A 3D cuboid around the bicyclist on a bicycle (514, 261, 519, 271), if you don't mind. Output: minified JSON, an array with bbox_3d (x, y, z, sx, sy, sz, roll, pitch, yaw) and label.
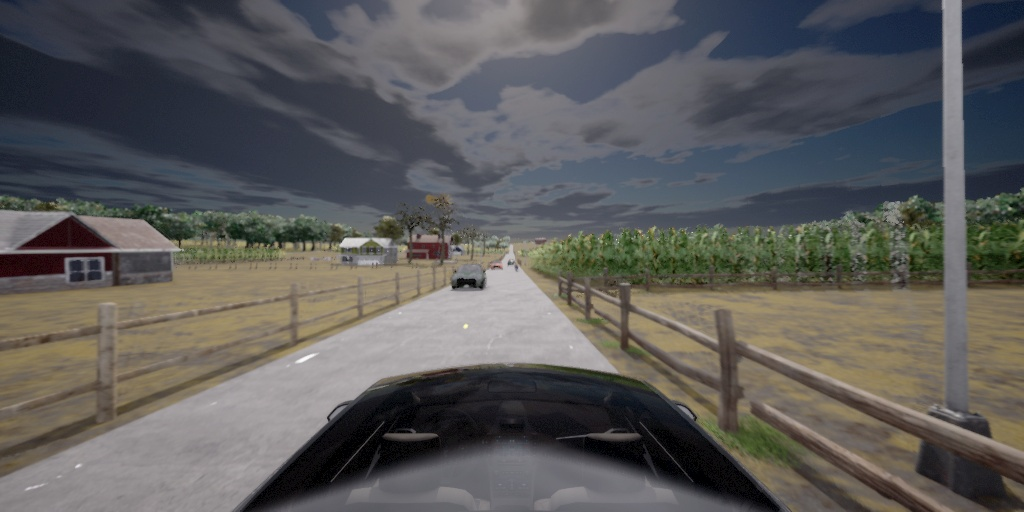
[{"bbox_3d":[0.746,1.658,57.585,0.866,1.612,1.509,0,0,0],"label":"bicyclist on a bicycle"}]

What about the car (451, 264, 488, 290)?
[{"bbox_3d":[-2.850,1.324,24.700,2.097,1.767,4.553,0,-1,0],"label":"car"}]
